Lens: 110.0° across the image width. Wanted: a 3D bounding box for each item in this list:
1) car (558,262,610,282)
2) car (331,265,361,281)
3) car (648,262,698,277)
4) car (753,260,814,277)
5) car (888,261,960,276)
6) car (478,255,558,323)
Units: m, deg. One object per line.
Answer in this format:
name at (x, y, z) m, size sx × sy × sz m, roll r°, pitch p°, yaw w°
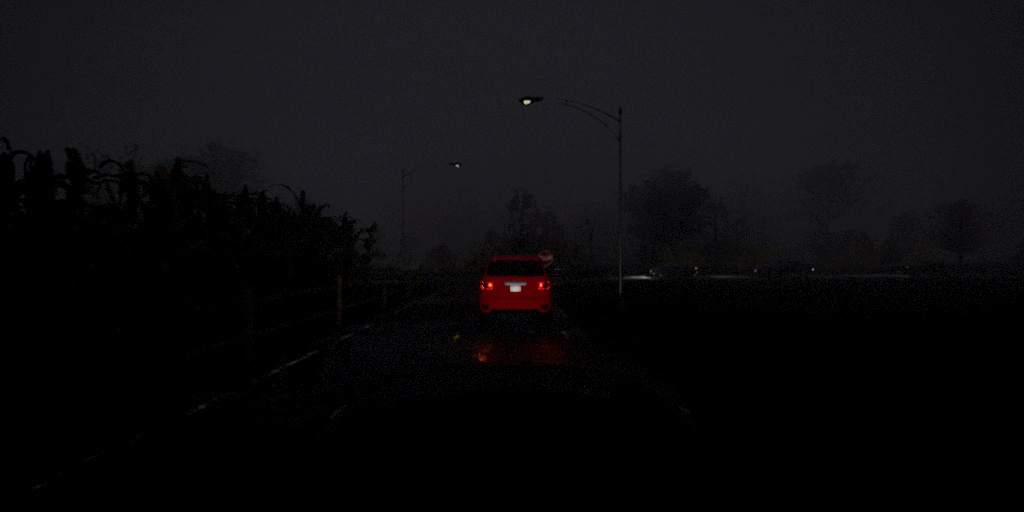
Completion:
car at (5.786, 1.251, 29.547) m, size 4.902 × 1.511 × 2.128 m, roll 0°, pitch -1°, yaw -26°
car at (-15.462, 1.404, 30.548) m, size 5.008 × 1.535 × 1.882 m, roll 0°, pitch 0°, yaw 1°
car at (14.839, 1.240, 33.153) m, size 4.181 × 1.385 × 1.994 m, roll 0°, pitch 0°, yaw 1°
car at (24.916, 1.082, 33.040) m, size 4.902 × 1.511 × 2.128 m, roll -1°, pitch 0°, yaw 1°
car at (37.670, 1.079, 32.881) m, size 4.718 × 1.301 × 1.895 m, roll -1°, pitch 0°, yaw 1°
car at (0.094, 0.992, 12.333) m, size 2.150 × 2.045 × 5.566 m, roll 0°, pitch 0°, yaw 0°
